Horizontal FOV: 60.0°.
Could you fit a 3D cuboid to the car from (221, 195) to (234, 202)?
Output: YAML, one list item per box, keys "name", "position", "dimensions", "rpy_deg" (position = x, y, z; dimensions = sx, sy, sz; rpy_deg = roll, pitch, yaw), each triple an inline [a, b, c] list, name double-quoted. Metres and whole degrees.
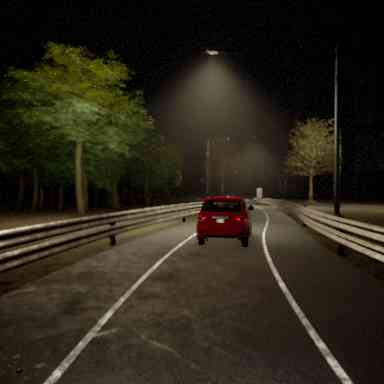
- name: "car"
  position: [8.270, 1.468, 77.876]
  dimensions: [2.128, 1.511, 4.902]
  rpy_deg: [0, 0, -6]

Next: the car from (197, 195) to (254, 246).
- name: "car"
  position: [1.658, 1.227, 15.686]
  dimensions: [2.150, 2.045, 5.566]
  rpy_deg: [0, 0, 12]
